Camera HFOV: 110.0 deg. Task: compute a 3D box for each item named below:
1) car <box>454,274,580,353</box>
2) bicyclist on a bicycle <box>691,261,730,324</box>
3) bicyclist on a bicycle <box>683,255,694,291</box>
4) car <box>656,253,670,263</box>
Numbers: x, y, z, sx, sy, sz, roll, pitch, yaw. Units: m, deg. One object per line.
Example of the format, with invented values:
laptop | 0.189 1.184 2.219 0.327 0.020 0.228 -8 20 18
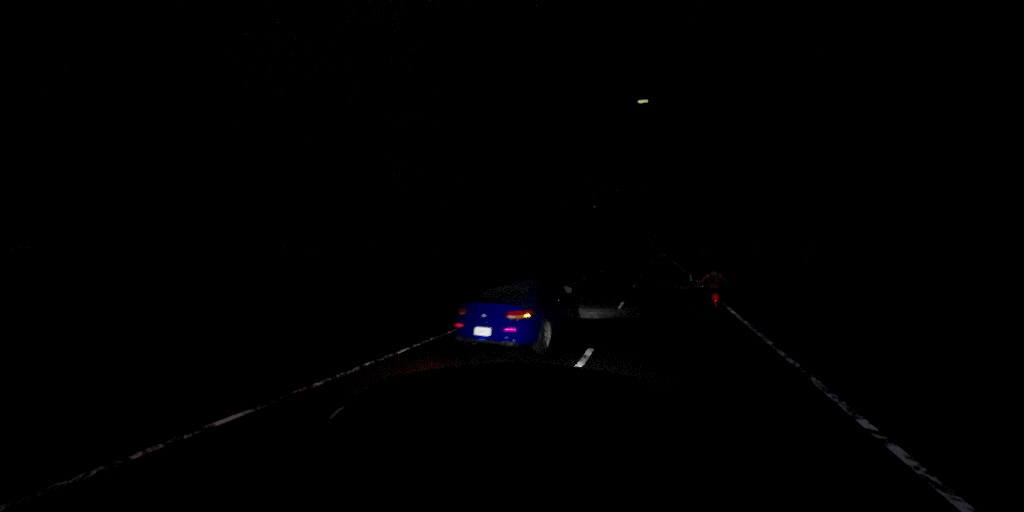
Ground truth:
car | 0.340 1.158 8.590 1.812 1.442 4.674 0 1 22
bicyclist on a bicycle | 5.677 1.033 10.118 0.866 1.612 1.509 0 1 23
bicyclist on a bicycle | 8.979 0.826 18.105 0.659 1.776 1.843 0 1 22
car | 23.409 0.275 55.561 1.882 1.535 5.008 0 1 22
